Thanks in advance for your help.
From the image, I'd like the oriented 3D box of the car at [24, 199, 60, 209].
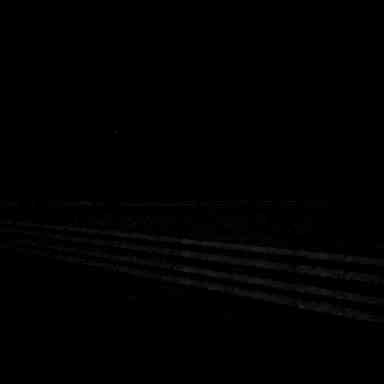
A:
[{"bbox_3d":[-22.051,1.772,48.701,5.357,1.411,2.033,0,0,12],"label":"car"}]
